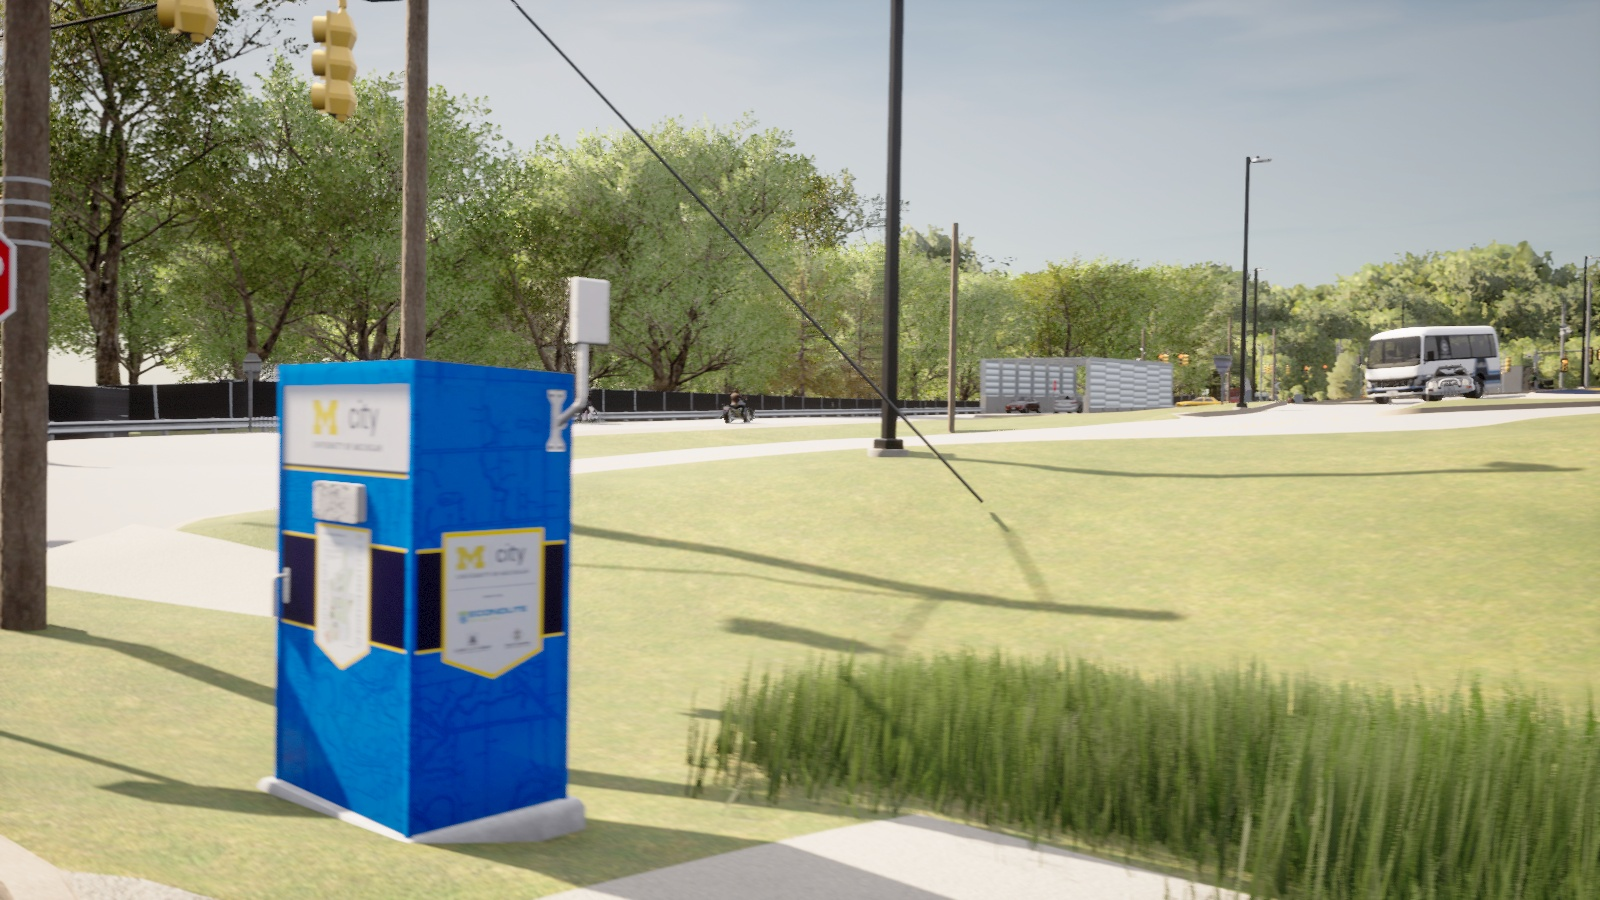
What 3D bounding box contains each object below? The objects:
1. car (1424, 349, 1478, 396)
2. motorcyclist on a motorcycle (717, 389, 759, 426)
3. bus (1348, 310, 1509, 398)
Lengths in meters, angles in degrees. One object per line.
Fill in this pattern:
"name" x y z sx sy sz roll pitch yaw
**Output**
"car" 29.678 -3.557 57.211 1.932 1.855 4.605 -6 1 29
"motorcyclist on a motorcycle" -2.834 -1.971 57.701 0.766 1.649 2.350 1 3 28
"bus" 35.824 -5.509 71.408 10.273 4.253 3.944 -6 2 -38
